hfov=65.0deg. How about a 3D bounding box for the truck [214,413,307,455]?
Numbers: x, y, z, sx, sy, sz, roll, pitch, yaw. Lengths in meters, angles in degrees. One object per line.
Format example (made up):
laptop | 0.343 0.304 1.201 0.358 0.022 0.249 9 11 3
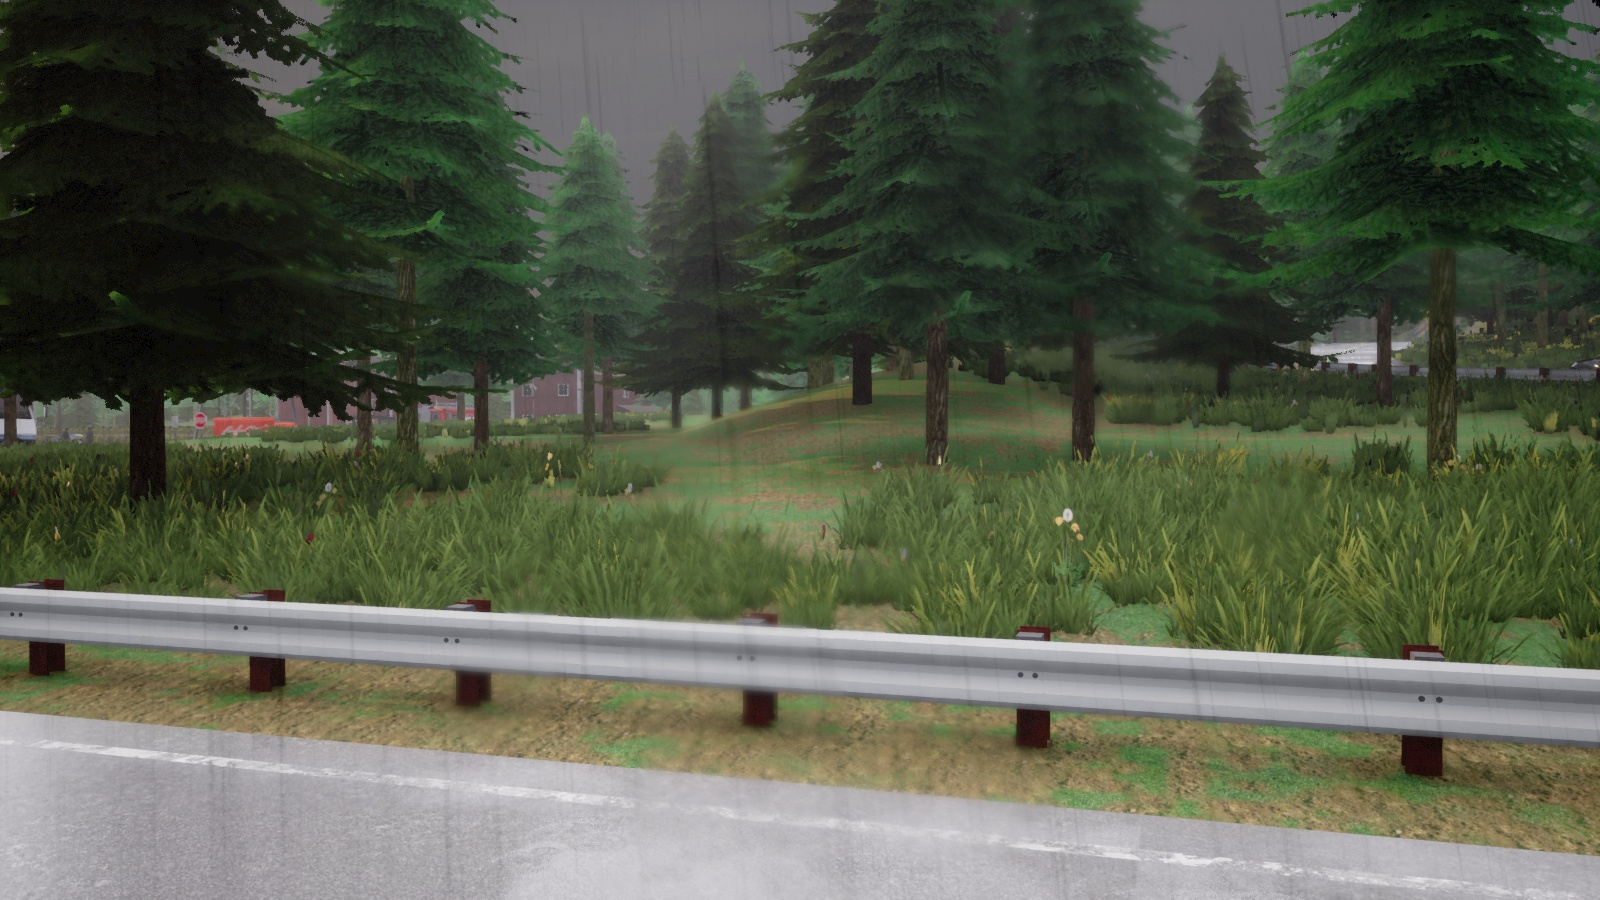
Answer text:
truck | -33.070 -0.997 77.163 5.204 2.467 2.627 0 2 -22

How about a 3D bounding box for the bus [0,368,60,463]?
bus | -38.291 -1.546 54.871 3.944 4.253 10.273 1 0 17

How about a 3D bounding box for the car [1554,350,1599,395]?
car | 26.643 -2.399 39.851 1.994 1.385 4.181 0 6 -22
